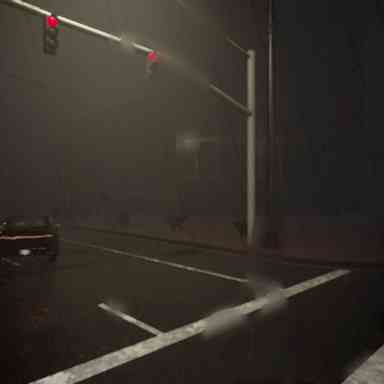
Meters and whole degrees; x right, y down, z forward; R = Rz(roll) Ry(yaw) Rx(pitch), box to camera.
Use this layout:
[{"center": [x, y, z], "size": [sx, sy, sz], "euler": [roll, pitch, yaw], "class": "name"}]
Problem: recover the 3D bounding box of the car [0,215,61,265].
[{"center": [-5.931, 1.609, 12.197], "size": [2.128, 1.511, 4.902], "euler": [0, -1, -23], "class": "car"}]
